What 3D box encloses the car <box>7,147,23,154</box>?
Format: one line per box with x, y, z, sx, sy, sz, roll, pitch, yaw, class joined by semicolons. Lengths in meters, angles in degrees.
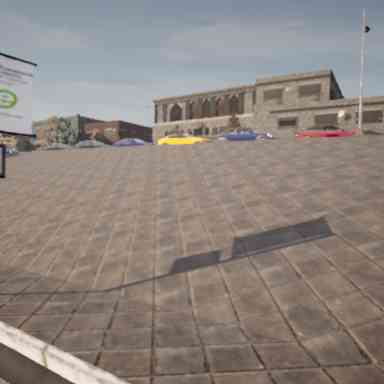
-23.529;-5.027;42.754;4.553;1.767;2.185;2;1;34;car

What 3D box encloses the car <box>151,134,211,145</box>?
-0.571;-4.047;27.548;5.008;1.535;2.097;2;1;32;car

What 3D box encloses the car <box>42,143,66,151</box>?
-14.492;-4.593;36.600;4.892;1.521;2.231;2;1;34;car

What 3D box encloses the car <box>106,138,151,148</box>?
-5.282;-4.199;30.475;4.674;1.452;2.002;2;1;33;car

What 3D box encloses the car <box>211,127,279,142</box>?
4.183;-3.982;24.732;4.553;1.767;2.185;2;1;31;car

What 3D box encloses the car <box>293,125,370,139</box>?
9.172;-3.630;21.935;4.792;1.488;2.163;2;1;29;car

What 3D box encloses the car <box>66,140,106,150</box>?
-9.926;-4.425;33.502;4.892;1.521;2.231;2;1;34;car
